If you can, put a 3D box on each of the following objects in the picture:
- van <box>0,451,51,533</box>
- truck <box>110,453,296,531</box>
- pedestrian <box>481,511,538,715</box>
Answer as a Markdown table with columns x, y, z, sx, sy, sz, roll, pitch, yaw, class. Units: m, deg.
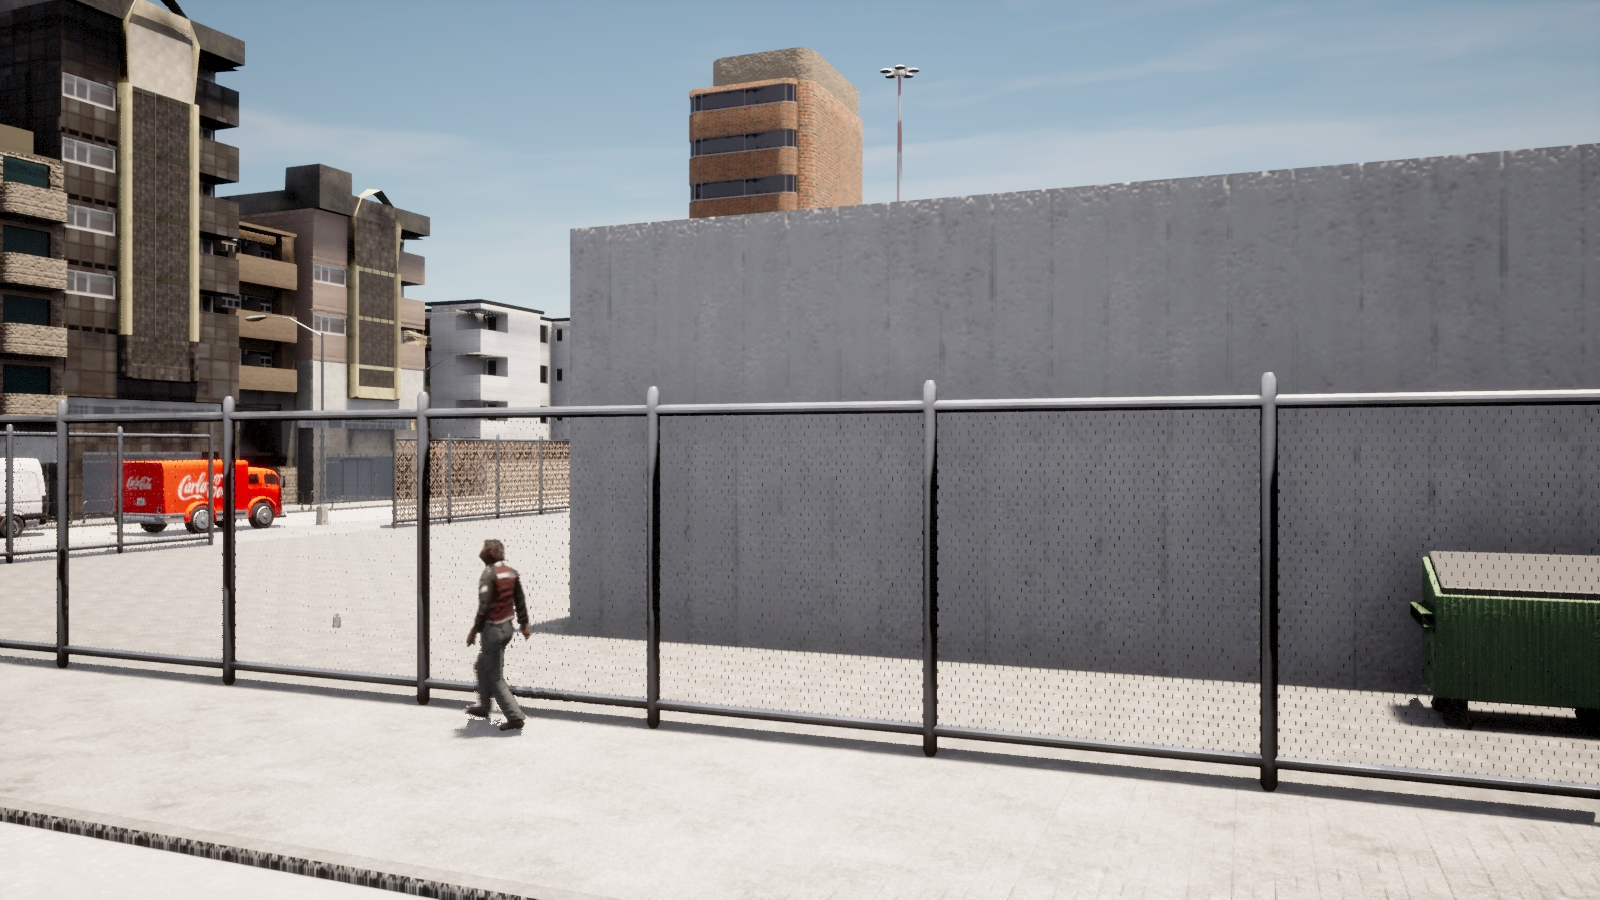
| x | y | z | sx | sy | sz | roll | pitch | yaw | class |
| --- | --- | --- | --- | --- | --- | --- | --- | --- | --- |
| -26.517 | 1.314 | 35.024 | 1.988 | 2.561 | 5.915 | 0 | 0 | 21 | van |
| -20.490 | 1.348 | 39.516 | 2.627 | 2.467 | 5.204 | 0 | 0 | 23 | truck |
| -2.750 | 1.524 | 10.840 | 0.375 | 1.860 | 0.375 | 0 | 0 | 23 | pedestrian |
